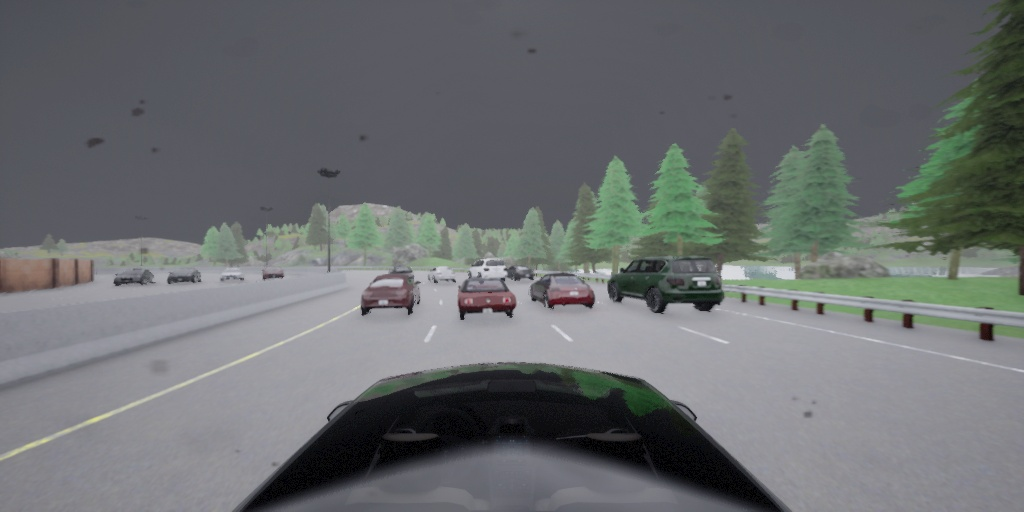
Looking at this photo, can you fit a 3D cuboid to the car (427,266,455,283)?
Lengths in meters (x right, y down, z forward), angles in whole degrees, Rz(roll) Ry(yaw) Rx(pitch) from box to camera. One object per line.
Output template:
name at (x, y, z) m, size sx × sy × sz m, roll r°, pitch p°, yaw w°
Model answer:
car at (-6.338, 1.645, 32.219) m, size 1.812 × 1.442 × 4.674 m, roll 0°, pitch -1°, yaw -22°

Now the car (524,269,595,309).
car at (2.070, 1.434, 15.790) m, size 1.994 × 1.385 × 4.181 m, roll 0°, pitch -1°, yaw -9°

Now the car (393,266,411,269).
car at (-9.378, 1.625, 30.461) m, size 2.128 × 1.511 × 4.902 m, roll 0°, pitch -1°, yaw -21°

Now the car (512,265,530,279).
car at (0.543, 1.592, 33.857) m, size 1.812 × 1.442 × 4.674 m, roll 0°, pitch -1°, yaw -21°

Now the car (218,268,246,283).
car at (-28.791, 1.922, 37.061) m, size 1.812 × 1.442 × 4.674 m, roll 0°, pitch -1°, yaw -34°

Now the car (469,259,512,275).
car at (-2.157, 1.288, 31.230) m, size 2.150 × 2.045 × 5.566 m, roll 0°, pitch -1°, yaw -20°

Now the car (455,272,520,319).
car at (-1.098, 1.481, 13.597) m, size 1.895 × 1.301 × 4.718 m, roll 0°, pitch -1°, yaw -9°

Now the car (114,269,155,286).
car at (-34.236, 1.912, 32.639) m, size 1.837 × 1.490 × 4.892 m, roll 0°, pitch -1°, yaw -34°

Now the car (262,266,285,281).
car at (-26.043, 1.867, 39.206) m, size 1.882 × 1.535 × 5.008 m, roll 0°, pitch -1°, yaw -34°

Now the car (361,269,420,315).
car at (-4.798, 1.453, 14.573) m, size 1.812 × 1.442 × 4.674 m, roll 0°, pitch -1°, yaw -10°

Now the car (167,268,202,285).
car at (-31.042, 1.867, 34.126) m, size 1.882 × 1.535 × 5.008 m, roll 0°, pitch -1°, yaw -33°

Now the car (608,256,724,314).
car at (5.855, 1.039, 14.475) m, size 2.150 × 2.045 × 5.566 m, roll 0°, pitch -1°, yaw -9°
